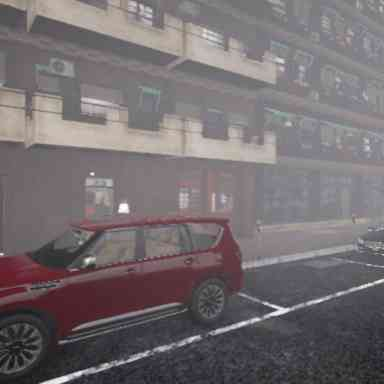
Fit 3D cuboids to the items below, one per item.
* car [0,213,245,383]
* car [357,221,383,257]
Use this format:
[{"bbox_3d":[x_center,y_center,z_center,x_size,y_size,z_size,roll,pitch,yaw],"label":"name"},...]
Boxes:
[{"bbox_3d":[-1.310,1.327,5.619,5.009,1.841,2.192,0,0,-35],"label":"car"},{"bbox_3d":[7.710,1.626,12.047,4.403,1.369,2.008,0,0,-35],"label":"car"}]
